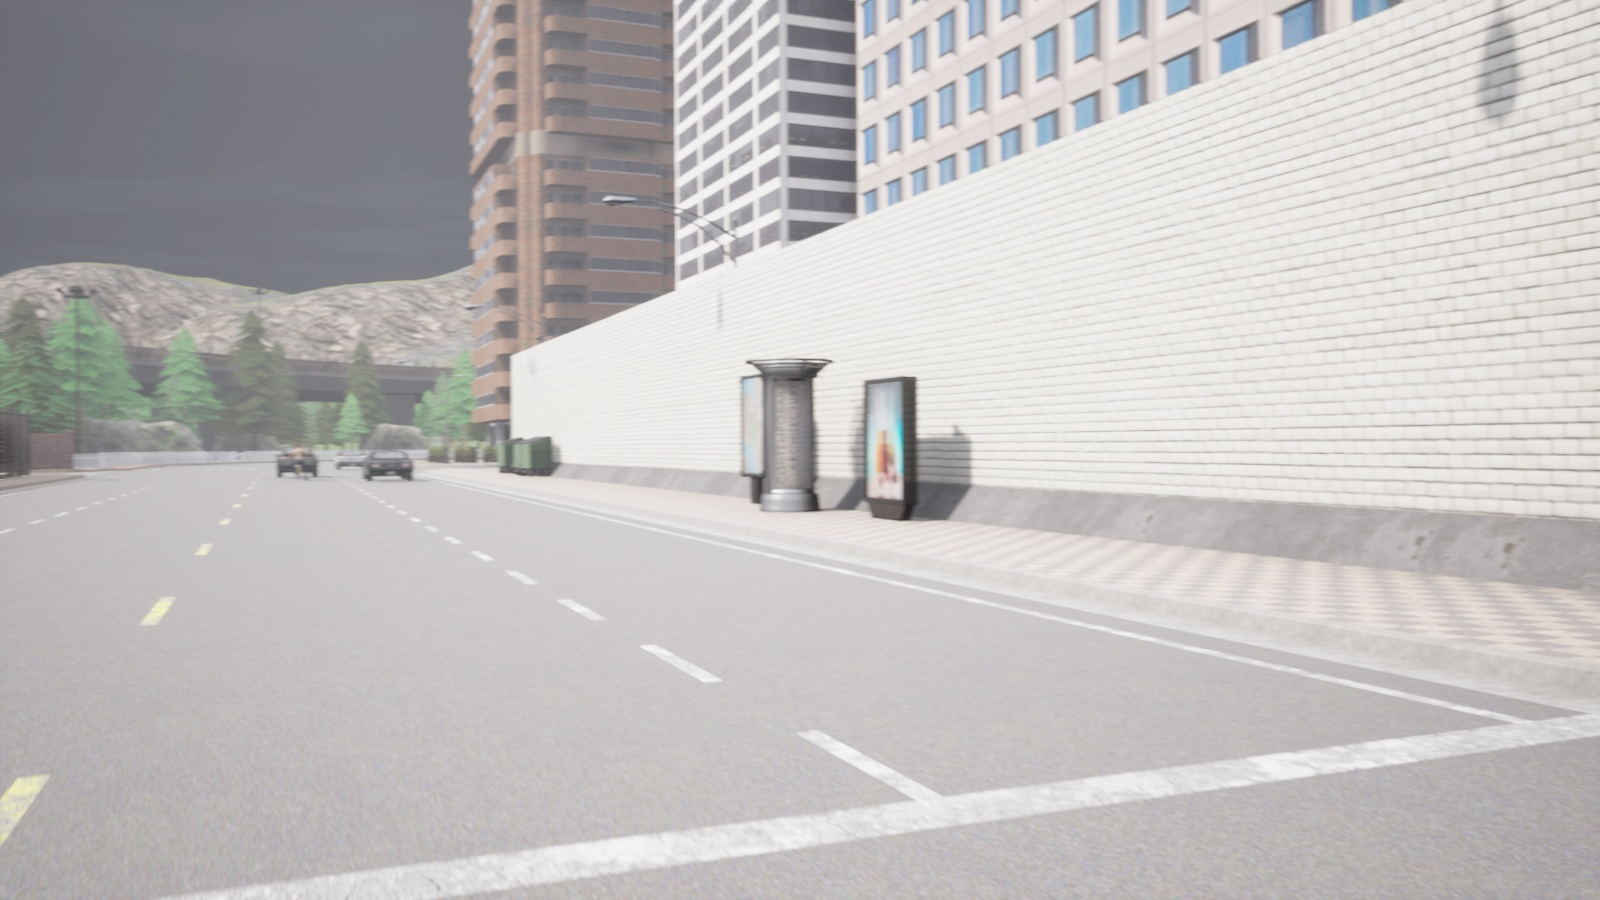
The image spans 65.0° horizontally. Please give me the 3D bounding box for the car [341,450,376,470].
[{"bbox_3d":[-28.897,0.636,82.121,1.895,1.301,4.718,0,0,-22],"label":"car"}]

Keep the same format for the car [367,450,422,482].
[{"bbox_3d":[-17.542,0.665,54.227,1.895,1.301,4.718,0,0,-22],"label":"car"}]

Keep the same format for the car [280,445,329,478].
[{"bbox_3d":[-24.028,0.523,60.876,2.128,1.511,4.902,0,0,-22],"label":"car"}]
